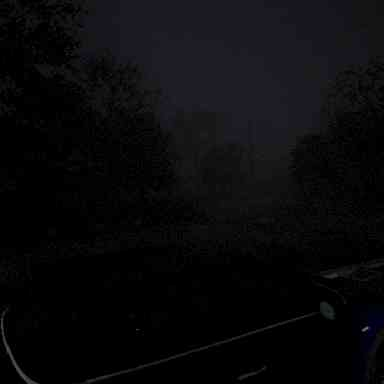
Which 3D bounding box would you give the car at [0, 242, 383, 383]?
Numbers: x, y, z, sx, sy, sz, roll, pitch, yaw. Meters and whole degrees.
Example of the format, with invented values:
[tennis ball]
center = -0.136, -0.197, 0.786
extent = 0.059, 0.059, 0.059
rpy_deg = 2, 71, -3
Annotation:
[car]
center = 0.320, 1.341, 3.480
extent = 4.553, 1.767, 2.097
rpy_deg = 0, 0, -34
